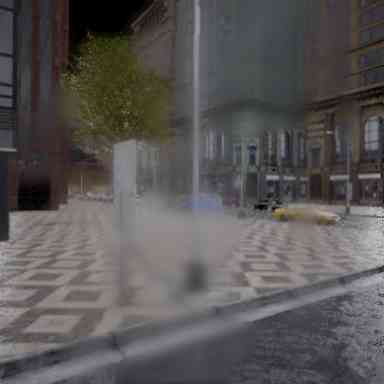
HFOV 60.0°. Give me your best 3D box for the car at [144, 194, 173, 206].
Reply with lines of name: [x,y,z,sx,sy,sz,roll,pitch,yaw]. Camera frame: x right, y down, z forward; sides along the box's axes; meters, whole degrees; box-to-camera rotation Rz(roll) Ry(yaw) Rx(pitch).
car: [-4.383,1.208,45.956,1.812,1.442,4.674,0,1,-35]

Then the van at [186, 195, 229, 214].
van: [1.481,1.194,32.928,1.690,1.788,3.998,1,0,-35]

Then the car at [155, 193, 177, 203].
car: [-4.442,1.030,56.231,1.967,1.590,4.097,1,0,-35]

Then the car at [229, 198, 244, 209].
car: [5.230,1.371,42.429,1.887,1.381,4.507,1,0,-35]

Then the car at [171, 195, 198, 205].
car: [-1.220,1.222,51.631,2.008,1.369,4.403,1,0,-35]

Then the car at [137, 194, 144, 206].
car: [-8.099,1.156,46.592,1.752,1.417,4.829,1,0,-35]

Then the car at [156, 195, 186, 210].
car: [-1.747,1.334,37.528,2.008,1.369,4.403,1,0,-35]

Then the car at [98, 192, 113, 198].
car: [-20.566,0.739,79.226,1.887,1.381,4.507,1,0,-35]

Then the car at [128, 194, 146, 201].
car: [-10.894,1.011,65.429,1.802,1.307,4.206,1,0,-35]

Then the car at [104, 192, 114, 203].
car: [-11.421,1.098,51.331,2.008,1.369,4.403,1,0,-35]

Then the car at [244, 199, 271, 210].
car: [8.453,1.462,37.829,1.947,1.339,4.313,1,0,-35]

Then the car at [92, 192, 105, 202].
car: [-14.646,1.017,55.931,2.008,1.369,4.403,1,0,-35]

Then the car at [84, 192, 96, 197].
car: [-27.015,0.624,88.425,1.802,1.307,4.206,1,0,-35]

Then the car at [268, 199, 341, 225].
car: [8.026,1.501,23.584,1.752,1.417,4.829,1,0,-35]

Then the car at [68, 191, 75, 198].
car: [-27.541,0.592,74.329,1.967,1.590,4.097,1,0,-35]

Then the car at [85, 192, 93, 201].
car: [-17.870,0.937,60.530,2.008,1.369,4.403,1,0,-35]

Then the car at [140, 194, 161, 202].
car: [-7.669,1.059,60.830,2.008,1.369,4.403,1,0,-35]
